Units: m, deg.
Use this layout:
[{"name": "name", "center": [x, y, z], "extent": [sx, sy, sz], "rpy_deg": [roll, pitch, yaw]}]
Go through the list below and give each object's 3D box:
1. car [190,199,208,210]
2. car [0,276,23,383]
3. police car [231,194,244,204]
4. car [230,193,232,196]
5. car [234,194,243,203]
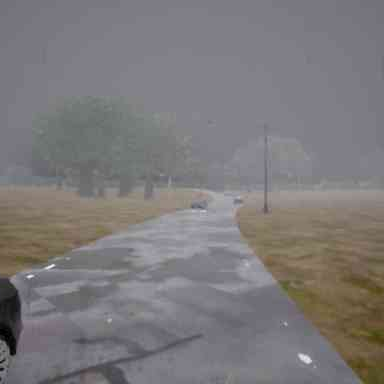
[{"name": "car", "center": [1.017, 1.669, 44.613], "extent": [2.033, 1.411, 5.357], "rpy_deg": [0, 0, 10]}, {"name": "car", "center": [-3.031, 1.492, 2.153], "extent": [2.128, 1.511, 4.902], "rpy_deg": [0, 0, 1]}, {"name": "police car", "center": [9.269, 1.575, 65.940], "extent": [1.930, 1.638, 5.238], "rpy_deg": [0, 0, 9]}, {"name": "car", "center": [11.229, 1.189, 81.857], "extent": [2.097, 1.767, 4.553], "rpy_deg": [-1, 1, 5]}, {"name": "car", "center": [10.644, 1.450, 76.032], "extent": [1.801, 1.575, 5.366], "rpy_deg": [-2, 2, 7]}]
